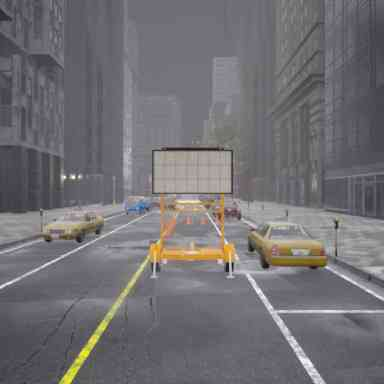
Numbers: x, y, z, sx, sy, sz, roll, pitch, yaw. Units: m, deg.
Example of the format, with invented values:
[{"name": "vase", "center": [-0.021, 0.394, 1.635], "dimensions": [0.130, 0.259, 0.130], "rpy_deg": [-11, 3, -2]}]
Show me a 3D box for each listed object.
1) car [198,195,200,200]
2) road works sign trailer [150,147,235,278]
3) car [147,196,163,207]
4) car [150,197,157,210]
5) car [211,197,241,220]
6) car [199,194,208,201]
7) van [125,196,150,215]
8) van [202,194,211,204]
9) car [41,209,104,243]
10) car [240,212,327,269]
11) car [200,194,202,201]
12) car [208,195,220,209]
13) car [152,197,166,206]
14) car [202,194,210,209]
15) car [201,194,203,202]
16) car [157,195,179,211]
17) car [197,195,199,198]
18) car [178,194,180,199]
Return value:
[{"name": "car", "center": [2.990, 1.653, 78.455], "dimensions": [1.802, 1.307, 4.206], "rpy_deg": [0, 0, 0]}, {"name": "road works sign trailer", "center": [0.016, 0.460, 10.098], "dimensions": [2.380, 3.560, 2.880], "rpy_deg": [0, 0, 0]}, {"name": "car", "center": [-5.583, 1.455, 50.286], "dimensions": [1.967, 1.590, 4.097], "rpy_deg": [0, 0, 0]}, {"name": "car", "center": [-5.602, 1.562, 39.007], "dimensions": [1.947, 1.339, 4.313], "rpy_deg": [0, 0, 0]}, {"name": "car", "center": [2.905, 1.429, 27.700], "dimensions": [1.967, 1.590, 4.097], "rpy_deg": [0, 0, 0]}, {"name": "car", "center": [3.009, 1.428, 89.734], "dimensions": [2.192, 1.841, 5.009], "rpy_deg": [0, 0, 0]}, {"name": "van", "center": [-5.610, 1.333, 33.369], "dimensions": [1.690, 1.788, 3.998], "rpy_deg": [0, 0, 0]}, {"name": "van", "center": [2.972, 1.387, 67.176], "dimensions": [1.690, 1.788, 3.998], "rpy_deg": [0, 0, 0]}, {"name": "car", "center": [-5.641, 1.518, 16.244], "dimensions": [1.752, 1.417, 4.829], "rpy_deg": [0, 0, 1]}, {"name": "car", "center": [2.883, 1.520, 10.984], "dimensions": [1.752, 1.417, 4.829], "rpy_deg": [0, 0, 1]}, {"name": "car", "center": [2.962, 1.475, 61.536], "dimensions": [1.967, 1.590, 4.097], "rpy_deg": [0, 0, 0]}, {"name": "car", "center": [2.914, 1.432, 33.339], "dimensions": [1.967, 1.590, 4.097], "rpy_deg": [0, 0, 0]}, {"name": "car", "center": [-5.573, 1.570, 55.924], "dimensions": [1.887, 1.381, 4.507], "rpy_deg": [0, 0, 0]}, {"name": "car", "center": [2.933, 1.320, 44.619], "dimensions": [2.192, 1.841, 5.009], "rpy_deg": [0, 0, 0]}, {"name": "car", "center": [2.943, 1.330, 50.257], "dimensions": [2.192, 1.841, 5.009], "rpy_deg": [0, 0, 0]}, {"name": "car", "center": [-2.932, 1.504, 40.833], "dimensions": [1.837, 1.490, 4.892], "rpy_deg": [0, 0, 0]}, {"name": "car", "center": [2.999, 1.657, 84.093], "dimensions": [1.947, 1.339, 4.313], "rpy_deg": [0, 0, 0]}, {"name": "car", "center": [-5.507, 1.450, 95.397], "dimensions": [2.192, 1.841, 5.009], "rpy_deg": [0, 0, 0]}]
